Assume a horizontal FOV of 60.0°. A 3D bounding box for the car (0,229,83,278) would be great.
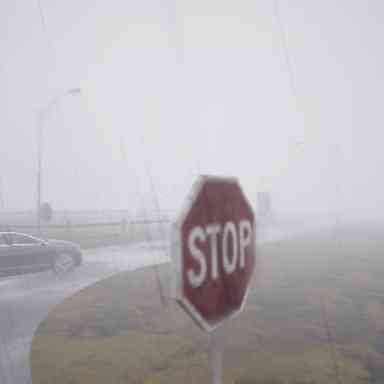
[{"bbox_3d":[-5.503,1.807,9.568,2.128,1.511,4.902,-2,-3,36],"label":"car"}]
